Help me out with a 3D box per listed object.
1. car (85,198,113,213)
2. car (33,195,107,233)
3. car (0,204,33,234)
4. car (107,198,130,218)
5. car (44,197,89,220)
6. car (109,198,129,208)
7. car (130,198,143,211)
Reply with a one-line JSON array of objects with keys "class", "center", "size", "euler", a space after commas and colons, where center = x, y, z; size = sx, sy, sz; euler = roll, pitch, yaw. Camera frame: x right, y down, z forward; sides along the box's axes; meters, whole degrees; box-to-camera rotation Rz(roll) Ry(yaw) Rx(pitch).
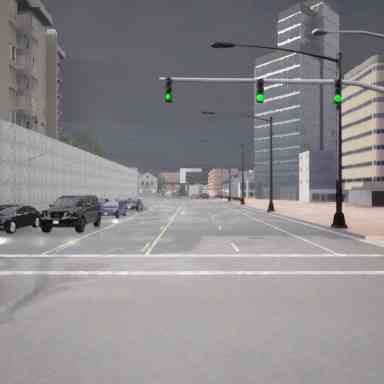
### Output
[{"class": "car", "center": [-10.600, 1.503, 38.363], "size": [1.837, 1.490, 4.892], "euler": [0, 0, 0]}, {"class": "car", "center": [-7.100, 1.221, 20.108], "size": [2.150, 2.045, 5.566], "euler": [0, 0, 0]}, {"class": "car", "center": [-10.603, 1.504, 19.477], "size": [1.837, 1.490, 4.892], "euler": [0, 0, 0]}, {"class": "car", "center": [-7.104, 1.525, 29.748], "size": [1.812, 1.442, 4.674], "euler": [0, 0, 0]}, {"class": "car", "center": [-10.605, 1.351, 28.545], "size": [2.097, 1.767, 4.553], "euler": [0, 0, 0]}, {"class": "car", "center": [-10.564, 1.599, 48.423], "size": [1.895, 1.301, 4.718], "euler": [0, 0, 0]}, {"class": "car", "center": [-7.097, 1.490, 40.091], "size": [2.128, 1.511, 4.902], "euler": [0, 0, 0]}]
